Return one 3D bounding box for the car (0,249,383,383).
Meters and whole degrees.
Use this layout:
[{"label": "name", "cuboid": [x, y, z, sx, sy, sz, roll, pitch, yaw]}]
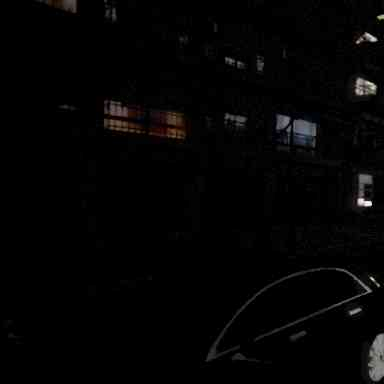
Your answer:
[{"label": "car", "cuboid": [0.497, 1.505, 3.733, 4.892, 1.490, 1.837, 0, 0, -36]}]
